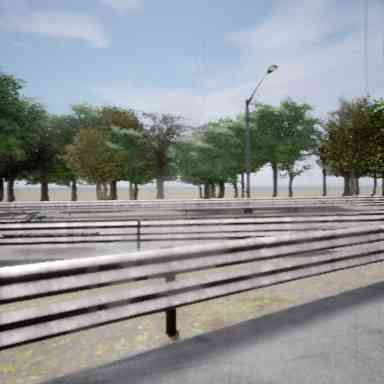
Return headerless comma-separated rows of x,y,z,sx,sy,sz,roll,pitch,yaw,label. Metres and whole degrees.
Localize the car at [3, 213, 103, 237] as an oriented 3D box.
-6.697,1.683,16.525,4.718,1.301,1.895,-1,1,-5,car
